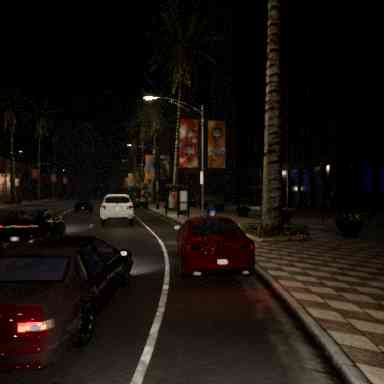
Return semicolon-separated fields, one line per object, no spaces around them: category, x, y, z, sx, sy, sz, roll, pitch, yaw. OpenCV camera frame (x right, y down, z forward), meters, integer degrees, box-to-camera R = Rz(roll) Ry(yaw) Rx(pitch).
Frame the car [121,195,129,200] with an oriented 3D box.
car;-18.505;1.509;91.840;2.161;1.482;4.786;0;0;-14

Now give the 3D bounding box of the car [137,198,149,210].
car;-6.588;1.479;41.938;2.231;1.521;4.892;0;0;-14

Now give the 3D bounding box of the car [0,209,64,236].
car;-6.872;1.491;14.553;2.128;1.511;4.902;0;0;-10

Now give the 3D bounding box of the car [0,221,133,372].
car;-2.422;1.547;6.206;2.033;1.411;5.357;0;0;0

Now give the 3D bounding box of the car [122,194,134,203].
car;-13.578;1.351;70.469;2.185;1.767;4.553;0;0;-14

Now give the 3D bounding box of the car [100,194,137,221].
car;-5.502;1.214;24.404;2.150;2.045;5.566;0;-1;-13

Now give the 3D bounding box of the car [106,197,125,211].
car;-9.736;1.491;42.234;2.128;1.511;4.902;0;0;-14

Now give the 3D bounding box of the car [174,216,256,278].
car;0.510;1.476;10.221;1.882;1.535;5.008;0;0;-5

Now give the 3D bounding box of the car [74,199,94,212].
car;-12.354;1.524;38.174;1.812;1.442;4.674;0;0;-14
